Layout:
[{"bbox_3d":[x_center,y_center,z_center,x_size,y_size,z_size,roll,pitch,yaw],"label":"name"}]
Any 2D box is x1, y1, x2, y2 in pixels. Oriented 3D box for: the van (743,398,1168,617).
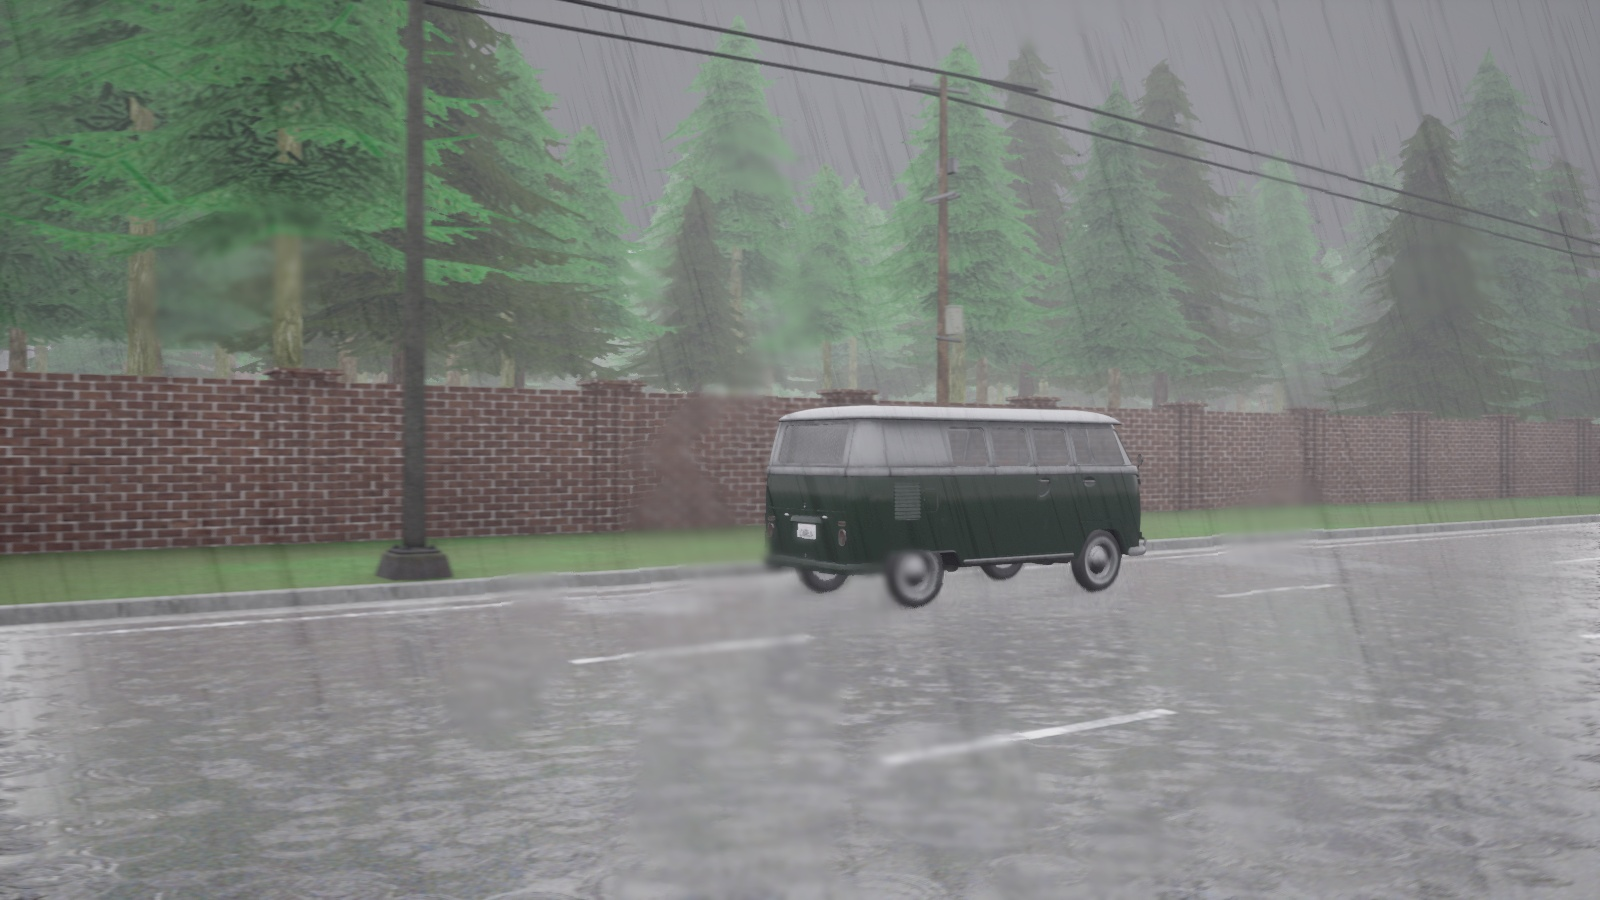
[{"bbox_3d":[1.753,0.527,13.408,4.442,1.987,1.775,0,0,-35],"label":"van"}]
